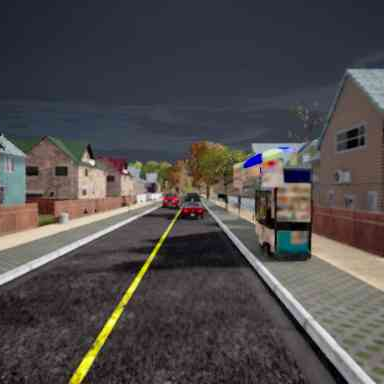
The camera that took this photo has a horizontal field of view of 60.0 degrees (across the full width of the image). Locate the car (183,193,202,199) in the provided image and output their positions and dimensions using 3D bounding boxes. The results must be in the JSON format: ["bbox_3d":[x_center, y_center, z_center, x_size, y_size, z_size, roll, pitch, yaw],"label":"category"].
[{"bbox_3d":[0.064,1.102,43.809,2.150,2.045,5.566,0,0,0],"label":"car"}]

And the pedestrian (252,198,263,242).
[{"bbox_3d":[2.741,1.107,13.475,0.375,1.860,0.375,-1,1,-3],"label":"pedestrian"}]

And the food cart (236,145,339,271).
[{"bbox_3d":[3.026,0.435,11.829,2.280,3.560,4.660,1,1,0],"label":"food cart"}]

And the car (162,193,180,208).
[{"bbox_3d":[-2.847,1.095,45.535,2.150,2.045,5.566,0,0,0],"label":"car"}]

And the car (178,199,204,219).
[{"bbox_3d":[0.065,1.526,28.542,1.895,1.301,4.718,0,0,0],"label":"car"}]
